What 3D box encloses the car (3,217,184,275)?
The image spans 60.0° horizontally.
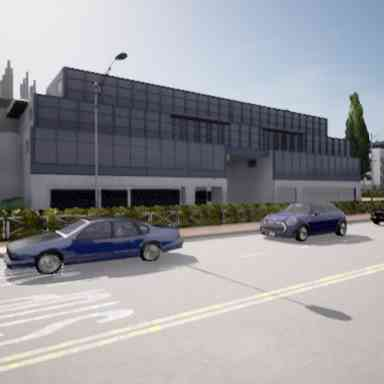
[{"bbox_3d":[-2.890,1.523,10.547,5.357,1.411,2.033,0,0,-32],"label":"car"}]

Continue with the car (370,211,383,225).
[{"bbox_3d":[13.612,1.477,21.621,4.718,1.301,1.895,0,0,-34],"label":"car"}]

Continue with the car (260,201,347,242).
[{"bbox_3d":[5.419,1.274,16.086,4.553,1.767,2.097,0,0,-34],"label":"car"}]
